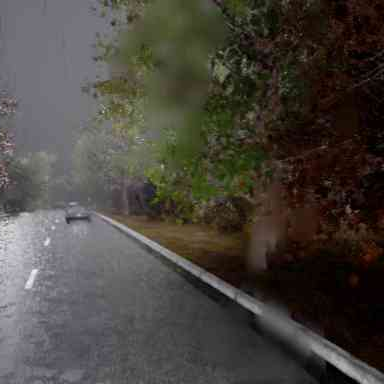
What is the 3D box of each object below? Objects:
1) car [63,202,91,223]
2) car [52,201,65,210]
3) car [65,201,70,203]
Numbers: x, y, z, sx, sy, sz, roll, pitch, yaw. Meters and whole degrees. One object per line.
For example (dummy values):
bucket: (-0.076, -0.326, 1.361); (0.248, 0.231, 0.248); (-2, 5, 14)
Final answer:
car: (-9.683, 1.822, 28.289); (1.994, 1.385, 4.181); (0, -1, -20)
car: (-30.150, 3.127, 77.134); (5.566, 2.045, 2.150); (-3, -3, 37)
car: (-16.114, 2.189, 45.482); (1.837, 1.490, 4.892); (-1, -2, -21)
